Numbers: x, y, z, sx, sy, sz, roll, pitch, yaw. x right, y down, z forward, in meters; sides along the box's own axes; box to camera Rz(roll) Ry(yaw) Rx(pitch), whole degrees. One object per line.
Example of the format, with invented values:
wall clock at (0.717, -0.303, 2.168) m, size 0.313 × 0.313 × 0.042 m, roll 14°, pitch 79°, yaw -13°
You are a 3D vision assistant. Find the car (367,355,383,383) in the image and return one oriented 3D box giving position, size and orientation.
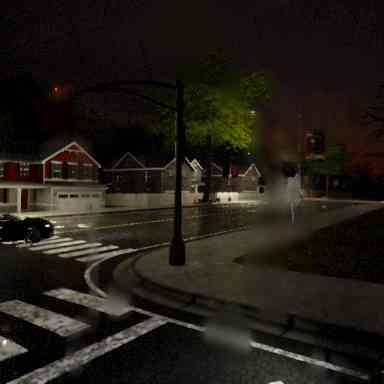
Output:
car at (3.346, 1.506, 1.295) m, size 4.892 × 1.490 × 1.837 m, roll 0°, pitch 0°, yaw 35°

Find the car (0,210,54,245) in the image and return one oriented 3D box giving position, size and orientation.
car at (-8.312, 1.432, 13.618) m, size 4.902 × 1.511 × 2.128 m, roll 0°, pitch 2°, yaw -36°
